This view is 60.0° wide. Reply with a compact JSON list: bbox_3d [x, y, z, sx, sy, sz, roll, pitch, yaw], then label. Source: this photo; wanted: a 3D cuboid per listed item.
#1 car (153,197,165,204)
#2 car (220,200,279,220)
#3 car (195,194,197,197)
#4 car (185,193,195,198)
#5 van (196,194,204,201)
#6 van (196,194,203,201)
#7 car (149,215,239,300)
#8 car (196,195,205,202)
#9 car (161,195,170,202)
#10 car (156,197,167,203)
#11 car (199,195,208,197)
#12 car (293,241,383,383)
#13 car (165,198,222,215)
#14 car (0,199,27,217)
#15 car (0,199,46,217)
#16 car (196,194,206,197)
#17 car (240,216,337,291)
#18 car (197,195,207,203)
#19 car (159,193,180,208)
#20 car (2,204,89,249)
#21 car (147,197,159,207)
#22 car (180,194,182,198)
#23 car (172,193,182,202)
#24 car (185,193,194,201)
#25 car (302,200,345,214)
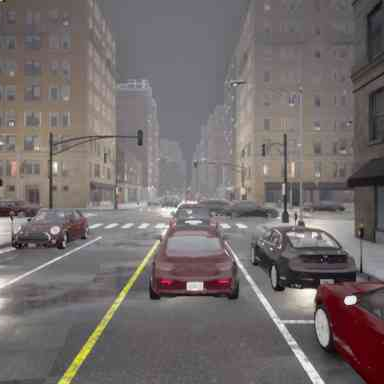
[{"bbox_3d":[-6.222,1.596,63.586,1.887,1.381,4.507,0,0,-1],"label":"car"},{"bbox_3d":[4.694,1.512,27.113,4.674,1.442,1.812,0,0,0],"label":"car"},{"bbox_3d":[2.240,1.380,69.186,2.192,1.841,5.009,0,0,-1],"label":"car"},{"bbox_3d":[-0.550,1.320,79.392,2.150,2.045,5.566,0,0,-1],"label":"car"},{"bbox_3d":[2.049,1.458,85.707,1.690,1.788,3.998,0,0,-1],"label":"van"},{"bbox_3d":[1.985,1.479,91.213,1.690,1.788,3.998,0,0,-1],"label":"van"},{"bbox_3d":[0.018,1.526,8.277,1.812,1.442,4.674,0,0,-1],"label":"car"},{"bbox_3d":[2.112,1.538,80.199,1.967,1.590,4.097,0,0,-1],"label":"car"},{"bbox_3d":[-6.412,1.537,80.110,1.967,1.590,4.097,0,0,-1],"label":"car"},{"bbox_3d":[-6.286,1.647,69.093,1.802,1.307,4.206,0,0,-1],"label":"car"},{"bbox_3d":[2.431,1.576,52.665,1.887,1.381,4.507,0,0,-1],"label":"car"},{"bbox_3d":[2.669,1.544,3.248,1.887,1.381,4.507,0,0,0],"label":"car"},{"bbox_3d":[0.066,1.353,15.581,2.097,1.767,4.553,0,0,0],"label":"car"},{"bbox_3d":[-14.775,1.381,26.846,5.008,1.535,1.882,0,-1,2],"label":"car"},{"bbox_3d":[-16.185,1.402,30.204,5.008,1.535,1.882,0,0,0],"label":"car"},{"bbox_3d":[2.301,1.578,63.849,1.752,1.417,4.829,0,0,-1],"label":"car"},{"bbox_3d":[2.657,1.551,8.739,2.008,1.369,4.403,0,0,0],"label":"car"},{"bbox_3d":[2.176,1.521,74.693,1.967,1.590,4.097,0,0,-1],"label":"car"},{"bbox_3d":[-3.272,1.377,48.456,2.097,1.767,4.553,0,0,-1],"label":"car"},{"bbox_3d":[-5.880,1.441,14.209,1.967,1.590,4.097,0,0,0],"label":"car"},{"bbox_3d":[-6.094,1.581,52.571,2.008,1.369,4.403,0,0,-1],"label":"car"},{"bbox_3d":[-3.432,1.586,67.257,1.812,1.442,4.674,0,0,0],"label":"car"},{"bbox_3d":[-3.532,1.315,77.788,2.150,2.045,5.566,0,0,-1],"label":"car"},{"bbox_3d":[-0.674,1.359,90.110,2.150,2.045,5.566,0,0,-1],"label":"car"},{"bbox_3d":[14.634,1.638,37.153,4.674,1.442,1.812,0,0,1],"label":"car"}]
